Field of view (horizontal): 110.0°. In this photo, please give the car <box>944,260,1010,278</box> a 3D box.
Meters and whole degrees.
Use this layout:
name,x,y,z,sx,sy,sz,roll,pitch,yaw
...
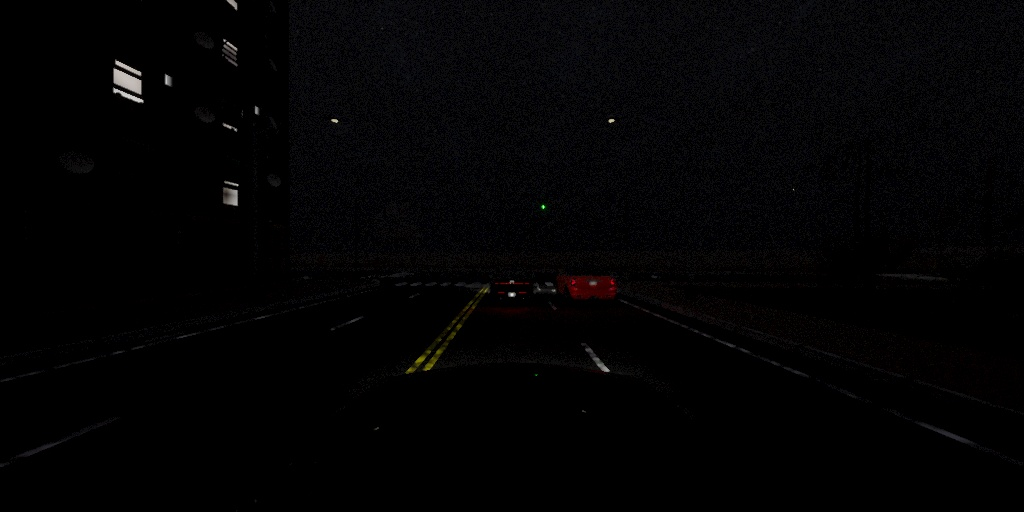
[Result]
name,x,y,z,sx,sy,sz,roll,pitch,yaw
car,50.966,1.492,39.198,5.566,2.045,2.150,0,1,1

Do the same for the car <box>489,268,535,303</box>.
name,x,y,z,sx,sy,sz,roll,pitch,yaw
car,0.000,1.262,16.500,1.837,1.490,4.892,0,0,0

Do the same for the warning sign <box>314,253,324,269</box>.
name,x,y,z,sx,sy,sz,roll,pitch,yaw
warning sign,-23.468,0.583,43.935,1.060,1.860,1.300,0,0,1

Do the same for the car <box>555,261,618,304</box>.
name,x,y,z,sx,sy,sz,roll,pitch,yaw
car,3.250,1.112,16.470,2.097,1.767,4.553,0,0,0
